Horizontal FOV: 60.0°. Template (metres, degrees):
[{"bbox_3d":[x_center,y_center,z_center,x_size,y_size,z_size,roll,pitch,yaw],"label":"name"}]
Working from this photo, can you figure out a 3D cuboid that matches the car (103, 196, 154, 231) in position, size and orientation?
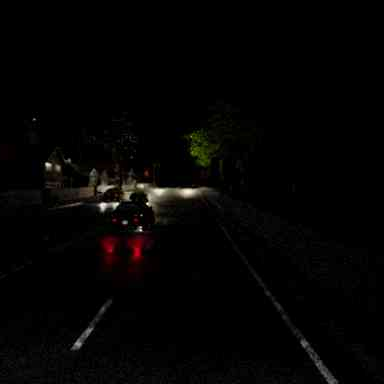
[{"bbox_3d":[-3.155,1.177,17.946,1.812,1.442,4.674,0,2,0],"label":"car"}]

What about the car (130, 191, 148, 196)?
[{"bbox_3d":[-6.598,0.535,41.402,1.994,1.385,4.181,0,2,0],"label":"car"}]

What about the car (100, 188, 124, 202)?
[{"bbox_3d":[-9.846,0.325,41.311,2.097,1.767,4.553,0,2,0],"label":"car"}]
